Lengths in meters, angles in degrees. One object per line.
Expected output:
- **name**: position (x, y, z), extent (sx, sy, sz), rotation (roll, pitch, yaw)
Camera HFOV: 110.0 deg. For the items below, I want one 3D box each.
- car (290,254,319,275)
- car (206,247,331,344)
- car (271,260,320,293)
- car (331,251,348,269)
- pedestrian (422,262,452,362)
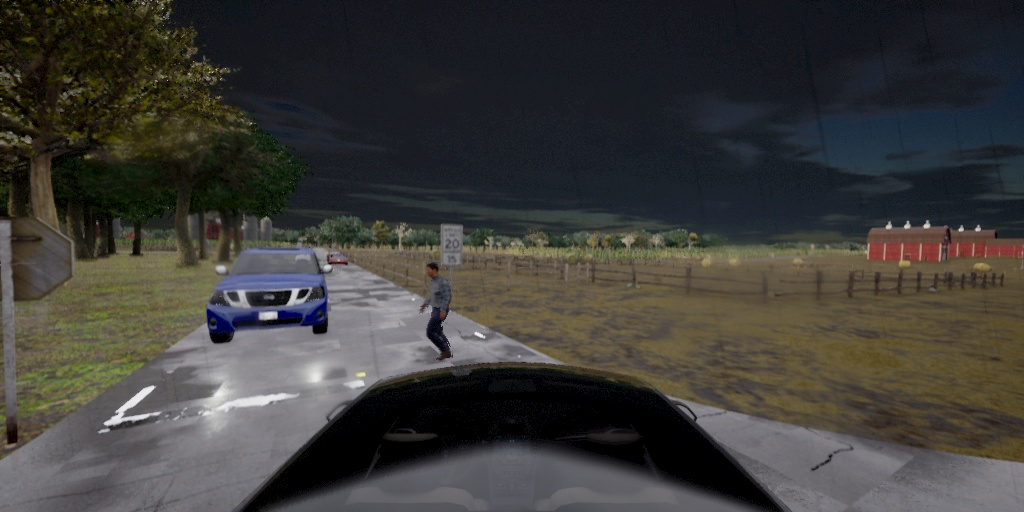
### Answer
- **car**: position (-16.582, 0.606, 28.833), extent (1.837, 1.490, 4.892), rotation (0, 2, -28)
- **car**: position (-6.196, 0.790, 9.623), extent (2.150, 2.045, 5.566), rotation (0, 1, -28)
- **car**: position (-10.974, 0.959, 18.440), extent (1.895, 1.301, 4.718), rotation (0, 1, -28)
- **car**: position (-20.107, 0.373, 41.481), extent (1.994, 1.385, 4.181), rotation (0, 1, -28)
- **pedestrian**: position (-1.334, 0.957, 6.446), extent (0.375, 1.860, 0.375), rotation (-1, 3, -28)
